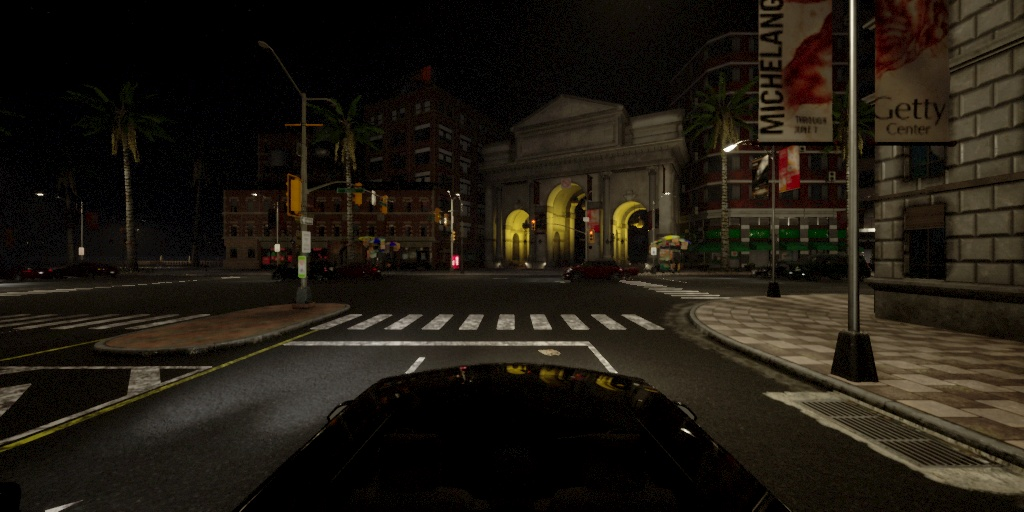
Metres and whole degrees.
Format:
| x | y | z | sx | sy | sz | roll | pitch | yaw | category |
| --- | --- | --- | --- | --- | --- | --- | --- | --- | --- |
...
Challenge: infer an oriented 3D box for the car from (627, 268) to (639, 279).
| x | y | z | sx | sy | sz | roll | pitch | yaw | category |
| --- | --- | --- | --- | --- | --- | --- | --- | --- | --- |
| 8.645 | 1.351 | 31.859 | 4.718 | 1.301 | 1.895 | 0 | 0 | 0 | car |

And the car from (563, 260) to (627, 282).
| x | y | z | sx | sy | sz | roll | pitch | yaw | category |
| --- | --- | --- | --- | --- | --- | --- | --- | --- | --- |
| 6.327 | 1.102 | 28.364 | 4.553 | 1.767 | 2.097 | 0 | 0 | 0 | car |

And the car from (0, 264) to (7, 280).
| x | y | z | sx | sy | sz | roll | pitch | yaw | category |
| --- | --- | --- | --- | --- | --- | --- | --- | --- | --- |
| -39.477 | 1.297 | 24.971 | 5.357 | 1.411 | 2.033 | 0 | 0 | 0 | car |

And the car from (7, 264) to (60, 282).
| x | y | z | sx | sy | sz | roll | pitch | yaw | category |
| --- | --- | --- | --- | --- | --- | --- | --- | --- | --- |
| -39.646 | 1.314 | 28.663 | 4.181 | 1.385 | 1.994 | 0 | 0 | 0 | car |

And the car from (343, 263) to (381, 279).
| x | y | z | sx | sy | sz | roll | pitch | yaw | category |
| --- | --- | --- | --- | --- | --- | --- | --- | --- | --- |
| -13.883 | 1.314 | 32.001 | 4.181 | 1.385 | 1.994 | 0 | 0 | 0 | car |

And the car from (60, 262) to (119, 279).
| x | y | z | sx | sy | sz | roll | pitch | yaw | category |
| --- | --- | --- | --- | --- | --- | --- | --- | --- | --- |
| -38.120 | 1.276 | 32.153 | 4.674 | 1.442 | 1.812 | 0 | 0 | 0 | car |

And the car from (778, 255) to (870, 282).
| x | y | z | sx | sy | sz | roll | pitch | yaw | category |
| --- | --- | --- | --- | --- | --- | --- | --- | --- | --- |
| 24.759 | 0.971 | 28.245 | 5.566 | 2.045 | 2.150 | 0 | 0 | 1 | car |

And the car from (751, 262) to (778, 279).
| x | y | z | sx | sy | sz | roll | pitch | yaw | category |
| --- | --- | --- | --- | --- | --- | --- | --- | --- | --- |
| 23.868 | 1.241 | 31.734 | 4.902 | 1.511 | 2.128 | 0 | 0 | 1 | car |

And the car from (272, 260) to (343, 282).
| x | y | z | sx | sy | sz | roll | pitch | yaw | category |
| --- | --- | --- | --- | --- | --- | --- | --- | --- | --- |
| -16.448 | 1.102 | 28.517 | 4.553 | 1.767 | 2.097 | 0 | 0 | 0 | car |
